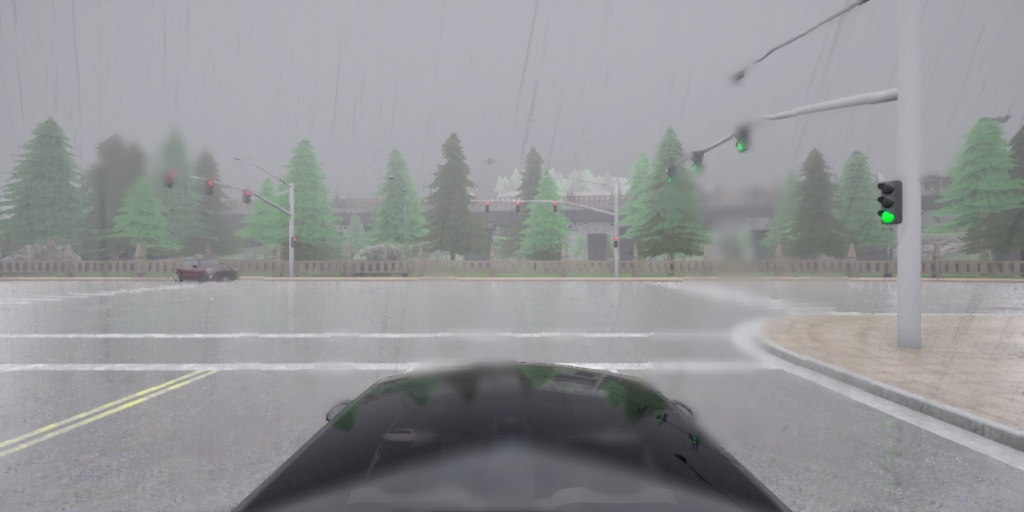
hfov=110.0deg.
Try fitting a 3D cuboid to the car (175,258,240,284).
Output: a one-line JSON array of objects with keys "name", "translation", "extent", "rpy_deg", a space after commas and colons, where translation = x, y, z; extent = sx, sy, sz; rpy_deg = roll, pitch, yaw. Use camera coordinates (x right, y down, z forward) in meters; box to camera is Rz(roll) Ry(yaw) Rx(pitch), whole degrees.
[{"name": "car", "translation": [-22.008, 0.998, 25.955], "extent": [4.553, 1.767, 2.097], "rpy_deg": [2, 2, 23]}]
